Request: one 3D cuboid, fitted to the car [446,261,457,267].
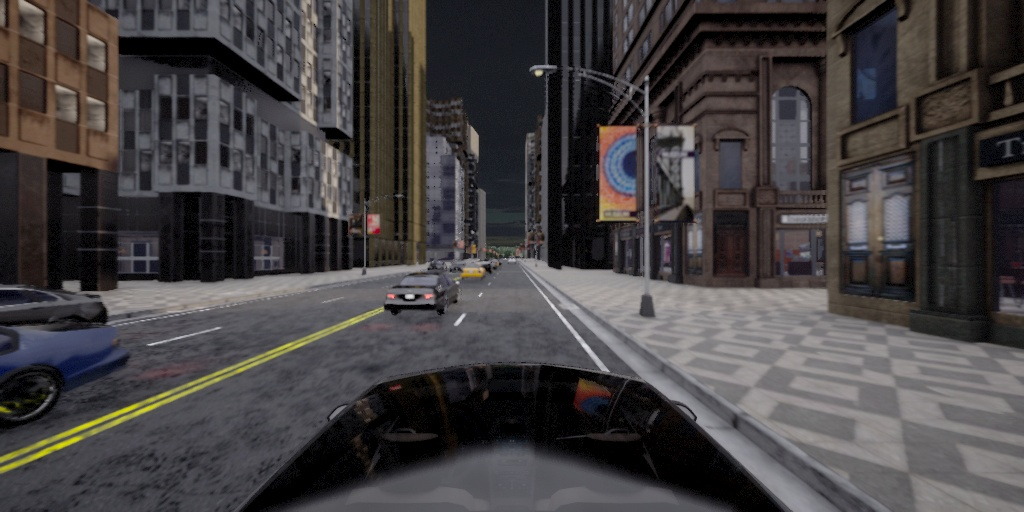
[{"bbox_3d":[-6.581,1.350,44.656,1.994,1.385,4.181,0,0,0],"label":"car"}]

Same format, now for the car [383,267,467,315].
[{"bbox_3d":[-3.148,1.301,13.551,2.033,1.411,5.357,0,0,0],"label":"car"}]

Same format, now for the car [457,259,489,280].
[{"bbox_3d":[-3.252,1.227,30.960,1.801,1.575,5.366,0,0,0],"label":"car"}]

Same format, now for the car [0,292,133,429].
[{"bbox_3d":[-6.603,1.297,2.903,2.033,1.411,5.357,0,0,0],"label":"car"}]

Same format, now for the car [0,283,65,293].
[{"bbox_3d":[-9.849,1.241,5.846,2.128,1.511,4.902,0,0,0],"label":"car"}]

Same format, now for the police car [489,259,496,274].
[{"bbox_3d":[-3.253,1.208,41.880,1.930,1.638,5.238,0,0,0],"label":"police car"}]

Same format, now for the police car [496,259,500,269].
[{"bbox_3d":[-3.254,1.299,52.771,2.038,1.542,4.974,0,0,0],"label":"police car"}]

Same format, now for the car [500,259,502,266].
[{"bbox_3d":[-3.255,1.262,63.960,1.801,1.575,5.366,0,0,0],"label":"car"}]

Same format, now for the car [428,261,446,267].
[{"bbox_3d":[-9.829,1.352,47.436,1.994,1.385,4.181,0,0,0],"label":"car"}]
